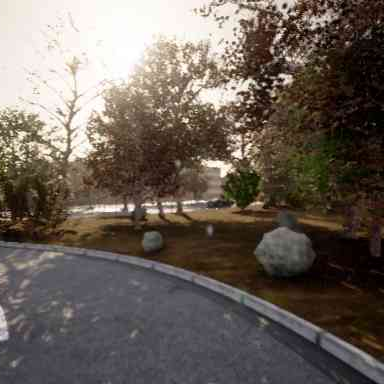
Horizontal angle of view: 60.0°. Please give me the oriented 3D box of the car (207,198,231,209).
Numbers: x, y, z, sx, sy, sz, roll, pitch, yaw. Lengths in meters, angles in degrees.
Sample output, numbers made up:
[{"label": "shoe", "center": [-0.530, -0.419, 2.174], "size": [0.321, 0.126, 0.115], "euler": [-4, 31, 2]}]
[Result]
[{"label": "car", "center": [4.067, 1.555, 47.862], "size": [1.882, 1.535, 5.008], "euler": [-1, 0, 37]}]
